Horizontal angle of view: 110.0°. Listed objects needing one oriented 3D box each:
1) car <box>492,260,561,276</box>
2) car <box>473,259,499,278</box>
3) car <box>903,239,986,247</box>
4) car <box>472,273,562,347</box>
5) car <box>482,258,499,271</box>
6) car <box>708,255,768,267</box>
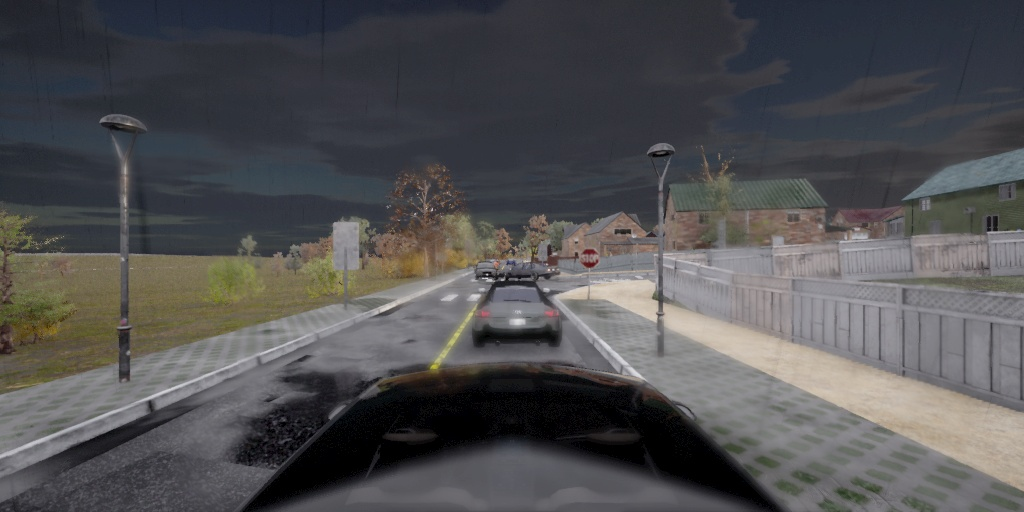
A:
[{"bbox_3d":[1.264,1.198,28.310,5.357,1.411,2.033,-4,-3,43],"label":"car"},{"bbox_3d":[-2.331,1.258,31.212,1.837,1.490,4.892,0,0,-8],"label":"car"},{"bbox_3d":[23.838,-0.208,20.327,4.902,1.511,2.128,-3,0,14],"label":"car"},{"bbox_3d":[0.082,1.313,9.292,1.994,1.385,4.181,0,0,-1],"label":"car"},{"bbox_3d":[-2.982,1.121,51.028,2.097,1.767,4.553,0,0,0],"label":"car"},{"bbox_3d":[14.330,0.413,22.723,4.181,1.385,1.994,-3,0,16],"label":"car"}]
